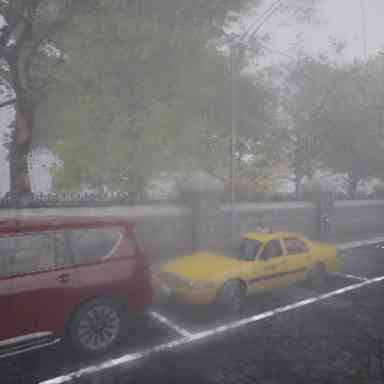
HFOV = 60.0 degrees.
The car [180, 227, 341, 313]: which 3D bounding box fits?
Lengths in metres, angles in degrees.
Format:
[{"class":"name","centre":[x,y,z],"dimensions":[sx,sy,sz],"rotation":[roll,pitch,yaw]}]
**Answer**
[{"class":"car","centre":[1.472,1.511,7.610],"dimensions":[4.829,1.417,1.752],"rotation":[0,0,-36]}]

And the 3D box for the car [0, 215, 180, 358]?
[{"class":"car","centre":[-2.897,1.315,4.488],"dimensions":[5.009,1.841,2.192],"rotation":[0,0,-36]}]
